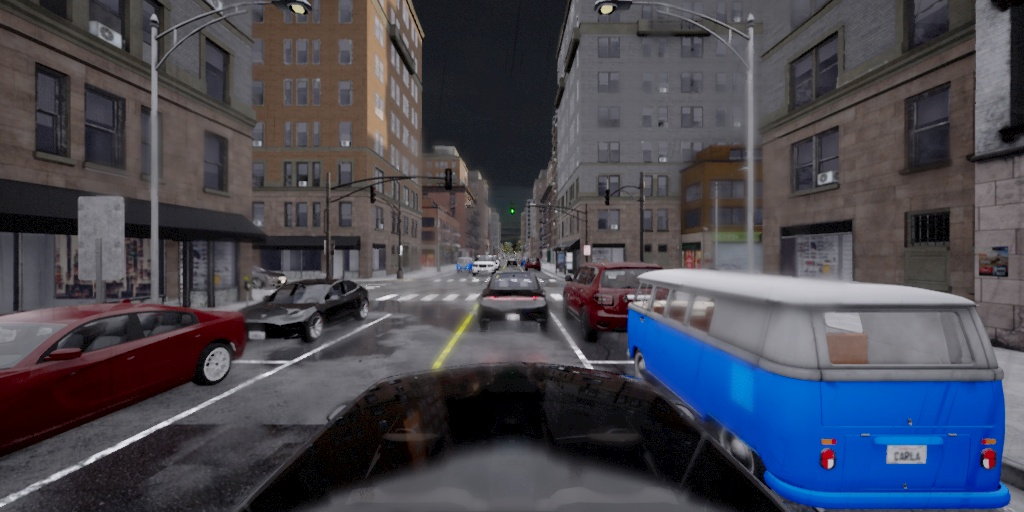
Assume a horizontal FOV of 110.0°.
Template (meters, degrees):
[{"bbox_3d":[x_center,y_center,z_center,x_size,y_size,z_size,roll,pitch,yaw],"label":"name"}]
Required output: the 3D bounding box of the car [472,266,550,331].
[{"bbox_3d":[0.054,1.236,10.920,2.128,1.511,4.902,0,0,0],"label":"car"}]

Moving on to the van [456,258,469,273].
[{"bbox_3d":[-5.407,1.061,41.724,1.690,1.789,3.998,0,0,0],"label":"van"}]

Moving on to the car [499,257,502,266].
[{"bbox_3d":[-2.851,0.936,48.127,2.150,2.045,5.566,0,0,0],"label":"car"}]

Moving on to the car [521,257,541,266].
[{"bbox_3d":[2.705,1.030,47.132,2.192,1.841,5.009,0,0,0],"label":"car"}]

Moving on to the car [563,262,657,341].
[{"bbox_3d":[2.641,1.059,9.761,2.192,1.841,5.009,0,0,0],"label":"car"}]

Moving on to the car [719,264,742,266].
[{"bbox_3d":[14.657,1.228,24.634,4.181,1.385,1.994,0,0,0],"label":"car"}]

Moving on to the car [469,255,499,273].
[{"bbox_3d":[-2.852,0.945,37.425,2.150,2.045,5.566,0,0,0],"label":"car"}]

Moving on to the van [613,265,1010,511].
[{"bbox_3d":[2.642,1.089,4.250,1.690,1.789,3.998,0,0,0],"label":"van"}]

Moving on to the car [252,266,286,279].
[{"bbox_3d":[-16.243,1.292,21.629,4.902,1.511,2.128,0,0,0],"label":"car"}]

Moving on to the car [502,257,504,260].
[{"bbox_3d":[-2.834,1.197,58.825,2.128,1.511,4.902,0,0,0],"label":"car"}]

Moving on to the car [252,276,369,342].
[{"bbox_3d":[-5.384,1.310,9.760,1.948,1.339,4.313,0,0,0],"label":"car"}]

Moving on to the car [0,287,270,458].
[{"bbox_3d":[-5.383,1.293,4.249,1.888,1.381,4.507,0,0,0],"label":"car"}]
